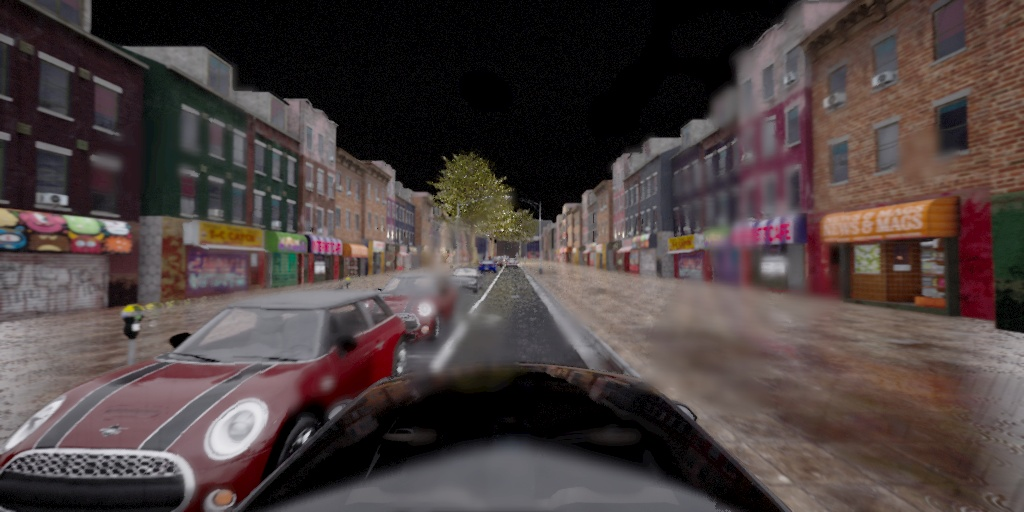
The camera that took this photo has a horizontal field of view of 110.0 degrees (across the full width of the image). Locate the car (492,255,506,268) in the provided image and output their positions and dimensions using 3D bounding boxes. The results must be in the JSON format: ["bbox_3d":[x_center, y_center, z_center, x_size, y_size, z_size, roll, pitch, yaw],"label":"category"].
[{"bbox_3d":[-2.652,0.953,59.526,2.192,1.841,5.009,0,0,0],"label":"car"}]

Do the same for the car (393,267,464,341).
[{"bbox_3d":[-2.639,1.200,9.698,1.967,1.591,4.097,0,0,0],"label":"car"}]

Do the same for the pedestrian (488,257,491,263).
[{"bbox_3d":[-2.761,0.989,44.626,0.375,1.860,0.375,-2,-1,0],"label":"pedestrian"}]

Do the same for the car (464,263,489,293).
[{"bbox_3d":[-2.642,1.310,20.772,2.007,1.370,4.403,0,0,0],"label":"car"}]

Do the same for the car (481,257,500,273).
[{"bbox_3d":[-2.760,1.184,41.597,1.882,1.535,5.008,0,0,0],"label":"car"}]

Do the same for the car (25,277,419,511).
[{"bbox_3d":[-2.638,1.194,4.160,1.967,1.591,4.097,0,0,0],"label":"car"}]

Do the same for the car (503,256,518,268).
[{"bbox_3d":[-0.012,1.178,56.617,2.033,1.411,5.357,0,0,0],"label":"car"}]
